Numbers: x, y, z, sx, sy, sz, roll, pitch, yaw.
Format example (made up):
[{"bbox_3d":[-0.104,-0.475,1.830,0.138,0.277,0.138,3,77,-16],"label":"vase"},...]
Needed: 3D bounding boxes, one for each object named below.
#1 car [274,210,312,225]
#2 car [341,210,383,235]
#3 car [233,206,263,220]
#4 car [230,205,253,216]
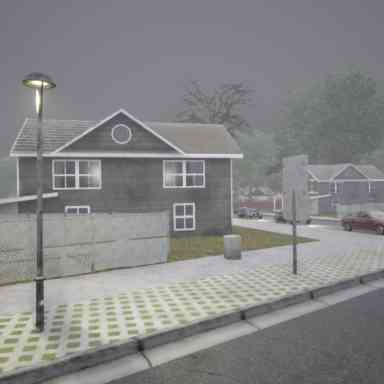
[{"bbox_3d":[9.422,2.324,31.411,1.994,1.385,4.181,-1,-2,-13],"label":"car"},{"bbox_3d":[11.791,1.937,21.768,1.812,1.442,4.674,-1,-2,-14],"label":"car"},{"bbox_3d":[7.099,2.655,41.131,1.994,1.385,4.181,-1,-2,-13],"label":"car"},{"bbox_3d":[7.595,2.866,51.603,1.812,1.442,4.674,-1,-1,-14],"label":"car"}]
